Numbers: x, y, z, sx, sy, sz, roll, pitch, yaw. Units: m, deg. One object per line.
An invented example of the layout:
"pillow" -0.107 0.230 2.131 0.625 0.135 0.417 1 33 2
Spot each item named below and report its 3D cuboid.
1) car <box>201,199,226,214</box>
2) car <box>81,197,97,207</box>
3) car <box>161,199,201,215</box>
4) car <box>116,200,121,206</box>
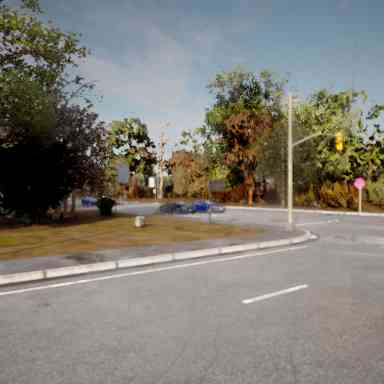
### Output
"car" 1.556 1.500 35.497 1.812 1.442 4.674 0 0 -39
"car" -15.551 1.458 51.399 1.882 1.535 5.008 0 0 -38
"car" -1.406 1.543 33.596 1.994 1.385 4.181 0 0 -39
"car" -13.441 1.577 54.378 1.895 1.301 4.718 0 0 -38
